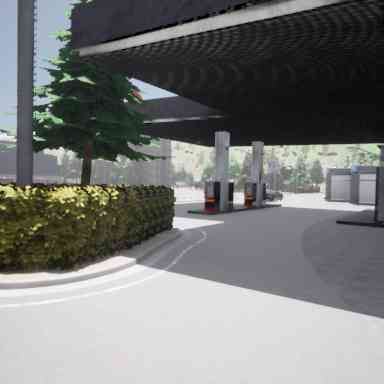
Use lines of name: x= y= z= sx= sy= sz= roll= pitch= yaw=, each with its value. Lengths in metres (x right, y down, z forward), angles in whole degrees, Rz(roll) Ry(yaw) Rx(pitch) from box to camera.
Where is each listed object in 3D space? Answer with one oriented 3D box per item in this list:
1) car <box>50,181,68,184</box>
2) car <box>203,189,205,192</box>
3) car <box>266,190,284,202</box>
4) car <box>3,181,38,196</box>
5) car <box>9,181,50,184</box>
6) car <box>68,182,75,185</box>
car: x=-26.948 y=-1.268 z=65.396 sx=3.866 sy=1.878 sz=1.905 roll=2 pitch=2 yaw=35
car: x=4.715 y=-0.319 z=65.621 sx=5.027 sy=1.636 sz=2.152 roll=2 pitch=2 yaw=35
car: x=11.199 y=0.557 z=46.224 sx=1.837 sy=1.490 sz=4.892 roll=2 pitch=2 yaw=35
car: x=-21.877 y=-0.473 z=42.380 sx=4.605 sy=1.855 sz=1.932 roll=2 pitch=2 yaw=35
car: x=-17.326 y=-0.185 z=35.175 sx=3.866 sy=1.878 sz=1.905 roll=2 pitch=2 yaw=35
car: x=-25.616 y=-1.293 z=68.011 sx=4.605 sy=1.855 sz=1.932 roll=2 pitch=2 yaw=35
